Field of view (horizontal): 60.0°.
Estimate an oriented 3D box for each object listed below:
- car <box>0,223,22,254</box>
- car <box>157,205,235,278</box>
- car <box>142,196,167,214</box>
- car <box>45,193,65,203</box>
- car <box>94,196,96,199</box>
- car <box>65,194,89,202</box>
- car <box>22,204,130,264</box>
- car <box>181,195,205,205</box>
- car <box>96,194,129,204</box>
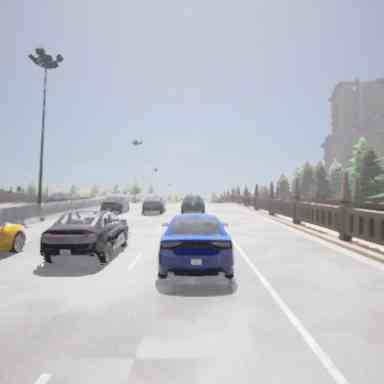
[{"bbox_3d":[-6.904,1.372,9.891,1.882,1.535,5.008,0,1,0],"label":"car"},{"bbox_3d":[0.097,1.373,9.857,1.882,1.535,5.008,0,1,0],"label":"car"},{"bbox_3d":[-3.411,1.146,30.363,2.128,1.511,4.902,0,1,0],"label":"car"},{"bbox_3d":[-21.020,0.918,51.922,2.097,1.767,4.553,0,-1,0],"label":"car"},{"bbox_3d":[-14.019,1.092,51.920,1.812,1.442,4.674,0,-1,0],"label":"car"},{"bbox_3d":[-17.519,1.089,52.012,2.128,1.511,4.902,0,-1,0],"label":"car"},{"bbox_3d":[-3.404,1.369,11.338,2.128,1.511,4.902,0,1,0],"label":"car"},{"bbox_3d":[0.089,1.011,29.987,2.097,1.767,4.553,0,1,0],"label":"car"},{"bbox_3d":[-6.911,1.162,30.187,1.837,1.490,4.892,0,1,0],"label":"car"}]
